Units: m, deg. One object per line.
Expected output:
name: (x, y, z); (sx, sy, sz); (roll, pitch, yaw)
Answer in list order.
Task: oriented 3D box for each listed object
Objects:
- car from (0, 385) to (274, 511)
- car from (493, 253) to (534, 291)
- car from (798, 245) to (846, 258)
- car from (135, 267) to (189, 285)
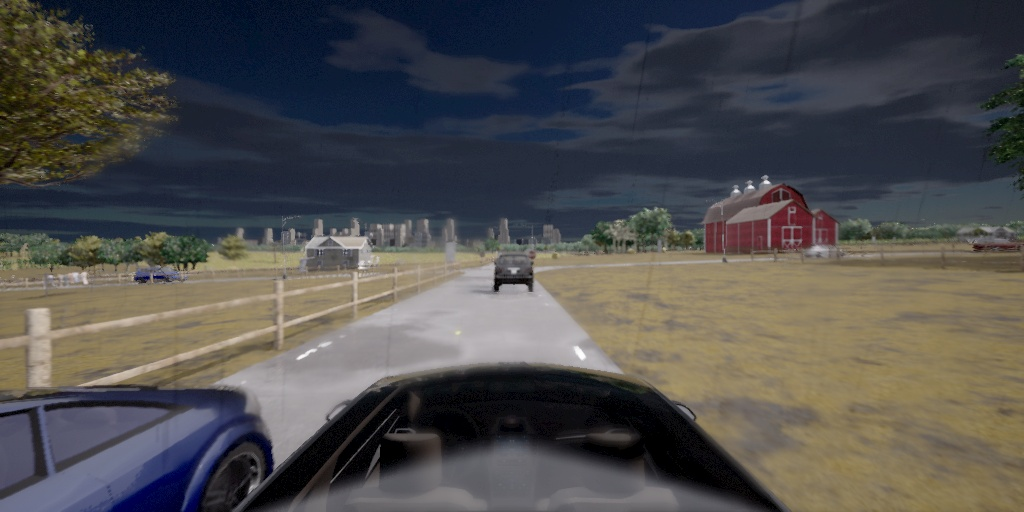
car: (-2.850, 1.318, 1.073); (1.994, 1.385, 4.181); (0, 0, 0)
car: (0.104, 0.856, 20.675); (2.150, 2.045, 5.566); (0, 1, 0)
car: (39.585, -0.506, 45.557); (4.674, 1.442, 1.812); (-2, 0, 0)
car: (-44.343, 2.444, 45.443); (5.566, 2.045, 2.150); (-2, 0, 1)
